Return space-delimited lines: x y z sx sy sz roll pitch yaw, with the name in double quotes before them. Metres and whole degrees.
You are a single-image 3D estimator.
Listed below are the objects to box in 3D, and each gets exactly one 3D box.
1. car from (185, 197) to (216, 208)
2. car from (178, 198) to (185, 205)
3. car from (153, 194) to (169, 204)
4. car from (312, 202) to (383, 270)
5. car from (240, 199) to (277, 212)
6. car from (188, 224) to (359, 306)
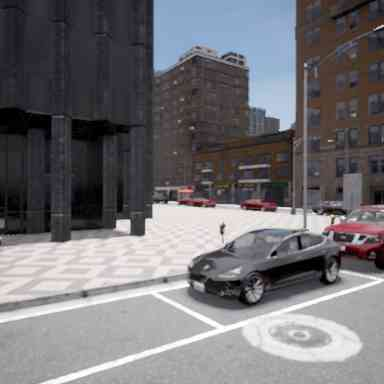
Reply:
"car" 1.578 1.598 48.945 1.882 1.535 5.008 0 0 -34
"car" -0.650 1.602 57.667 1.882 1.535 5.008 0 0 -35
"car" -6.656 1.318 66.283 2.150 2.045 5.566 0 0 -35
"car" 6.517 1.380 11.424 5.009 1.841 2.192 0 0 -36
"car" 7.930 1.600 39.740 1.882 1.535 5.008 0 0 -35
"car" 1.927 1.600 8.145 4.313 1.339 1.947 0 0 -36
